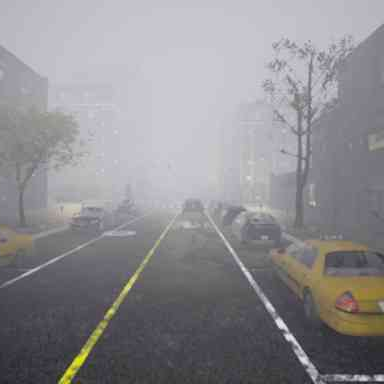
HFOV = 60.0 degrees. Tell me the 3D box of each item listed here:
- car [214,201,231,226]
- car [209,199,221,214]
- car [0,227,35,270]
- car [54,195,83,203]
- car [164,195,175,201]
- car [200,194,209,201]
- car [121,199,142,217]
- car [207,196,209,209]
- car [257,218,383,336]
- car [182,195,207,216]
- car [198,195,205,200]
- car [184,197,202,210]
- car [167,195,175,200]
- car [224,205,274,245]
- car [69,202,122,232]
[{"bbox_3d":[2.832,1.527,22.553,1.947,1.339,4.313,0,0,0],"label":"car"},{"bbox_3d":[2.835,1.530,31.555,1.802,1.307,4.206,0,0,0],"label":"car"},{"bbox_3d":[-5.750,1.510,8.402,1.752,1.417,4.829,1,0,0],"label":"car"},{"bbox_3d":[-19.983,1.080,53.898,4.507,1.381,1.887,1,-2,0],"label":"car"},{"bbox_3d":[-5.755,1.437,79.251,1.887,1.381,4.507,0,0,0],"label":"car"},{"bbox_3d":[2.828,1.333,78.027,1.967,1.590,4.097,0,0,0],"label":"car"},{"bbox_3d":[-5.804,1.390,30.456,1.967,1.590,4.097,0,0,0],"label":"car"},{"bbox_3d":[2.836,1.480,40.556,1.887,1.381,4.507,0,0,0],"label":"car"},{"bbox_3d":[2.760,1.513,6.787,1.752,1.417,4.829,0,0,0],"label":"car"},{"bbox_3d":[0.108,1.299,31.988,2.097,1.767,4.553,0,0,0],"label":"car"},{"bbox_3d":[2.720,1.447,95.018,1.947,1.339,4.313,0,0,0],"label":"car"},{"bbox_3d":[0.111,1.425,42.050,2.128,1.511,4.902,0,0,0],"label":"car"},{"bbox_3d":[-5.662,1.436,89.354,2.008,1.369,4.403,0,0,0],"label":"car"},{"bbox_3d":[2.802,1.524,15.008,2.008,1.369,4.403,0,0,0],"label":"car"},{"bbox_3d":[-5.801,1.517,19.637,2.008,1.369,4.403,1,0,0],"label":"car"}]
